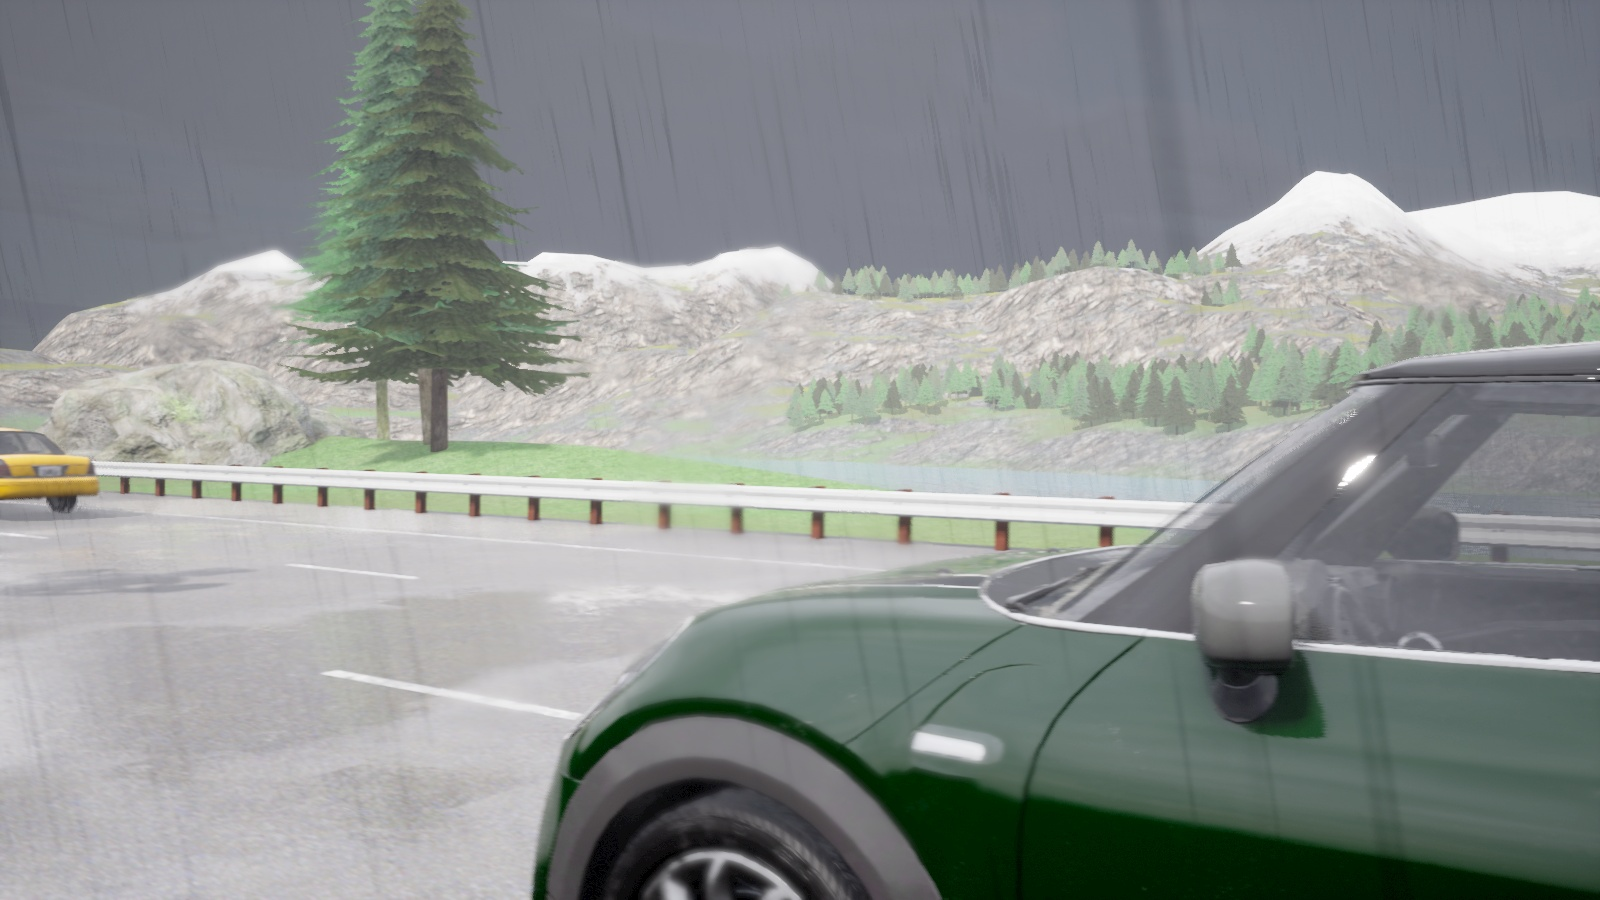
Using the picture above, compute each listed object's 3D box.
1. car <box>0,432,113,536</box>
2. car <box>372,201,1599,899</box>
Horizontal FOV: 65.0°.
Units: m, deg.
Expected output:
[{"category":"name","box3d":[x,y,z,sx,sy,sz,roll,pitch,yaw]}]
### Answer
[{"category":"car","box3d":[-14.007,0.506,21.333,5.366,1.575,1.801,0,1,34]},{"category":"car","box3d":[1.451,0.540,2.657,4.553,1.767,2.097,0,1,34]}]
